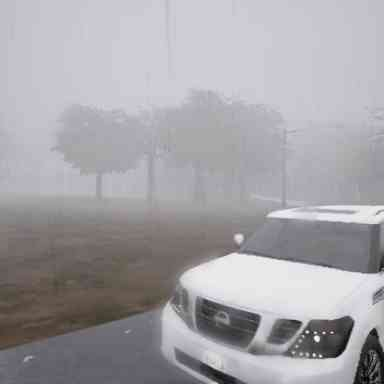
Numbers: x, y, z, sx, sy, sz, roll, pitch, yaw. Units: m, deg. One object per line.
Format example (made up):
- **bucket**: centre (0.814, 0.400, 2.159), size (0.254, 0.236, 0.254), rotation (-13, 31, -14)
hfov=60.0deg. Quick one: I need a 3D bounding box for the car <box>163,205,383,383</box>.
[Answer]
- **car**: centre (2.112, 1.253, 5.127), size (2.150, 2.045, 5.566), rotation (1, 0, 43)
